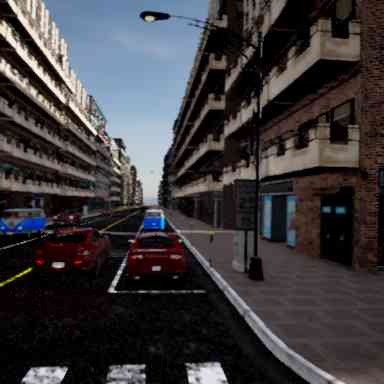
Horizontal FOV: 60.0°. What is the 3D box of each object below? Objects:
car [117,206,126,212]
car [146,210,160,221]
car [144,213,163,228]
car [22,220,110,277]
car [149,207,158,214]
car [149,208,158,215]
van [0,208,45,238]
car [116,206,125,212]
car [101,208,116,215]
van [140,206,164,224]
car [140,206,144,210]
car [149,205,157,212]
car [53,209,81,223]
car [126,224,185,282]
[{"bbox_3d":[-18.881,4.516,89.200,2.008,1.369,4.403,1,-2,-7],"label":"car"},{"bbox_3d":[-5.247,3.140,45.205,1.752,1.417,4.829,1,-2,-7],"label":"car"},{"bbox_3d":[-3.894,2.804,33.749,1.802,1.307,4.206,1,-2,-7],"label":"car"},{"bbox_3d":[-3.964,1.934,11.497,1.812,1.442,4.674,2,-2,-7],"label":"car"},{"bbox_3d":[-8.560,4.136,73.246,1.887,1.381,4.507,1,-2,-7],"label":"car"},{"bbox_3d":[-7.894,3.975,67.603,1.802,1.307,4.206,1,-2,-7],"label":"car"},{"bbox_3d":[-10.857,1.955,21.503,1.690,1.788,3.998,1,-2,-7],"label":"van"},{"bbox_3d":[-18.194,4.284,83.391,1.752,1.417,4.829,1,-2,-7],"label":"car"},{"bbox_3d":[-15.547,3.552,60.988,1.802,1.307,4.206,1,-2,-7],"label":"car"},{"bbox_3d":[-3.223,2.371,28.116,1.690,1.788,3.998,1,-2,-7],"label":"van"},{"bbox_3d":[-13.514,4.703,92.347,1.837,1.490,4.892,2,-2,-7],"label":"car"},{"bbox_3d":[-10.558,4.505,90.180,2.192,1.841,5.009,1,-2,-7],"label":"car"},{"bbox_3d":[-12.223,2.437,32.781,1.967,1.590,4.097,1,-2,-7],"label":"car"},{"bbox_3d":[-1.220,2.003,11.182,1.887,1.381,4.507,1,-2,-7],"label":"car"}]
